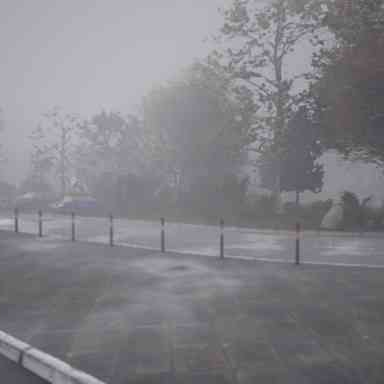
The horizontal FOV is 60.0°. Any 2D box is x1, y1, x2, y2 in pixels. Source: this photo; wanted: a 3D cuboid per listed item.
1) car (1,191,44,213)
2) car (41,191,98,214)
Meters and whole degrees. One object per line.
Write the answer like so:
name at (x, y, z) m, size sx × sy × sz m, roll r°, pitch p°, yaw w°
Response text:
car at (-15.480, 0.944, 33.487) m, size 2.435 × 2.045 × 5.566 m, roll 0°, pitch 0°, yaw 34°
car at (-10.728, 1.098, 30.198) m, size 2.185 × 1.767 × 4.553 m, roll 1°, pitch 1°, yaw 34°
